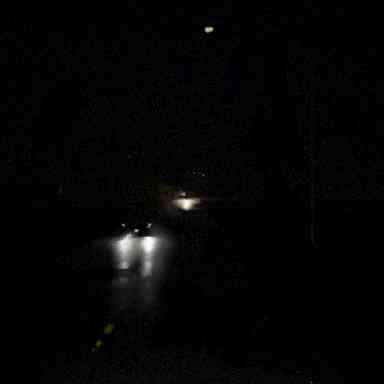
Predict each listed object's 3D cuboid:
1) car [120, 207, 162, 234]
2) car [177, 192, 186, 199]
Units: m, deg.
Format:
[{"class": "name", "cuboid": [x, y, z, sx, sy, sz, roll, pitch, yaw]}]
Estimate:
[{"class": "car", "cuboid": [-2.849, 1.595, 19.678, 2.033, 1.411, 5.357, 0, 0, 0]}, {"class": "car", "cuboid": [-2.761, 0.945, 90.934, 2.150, 2.045, 5.566, 0, 1, 0]}]
